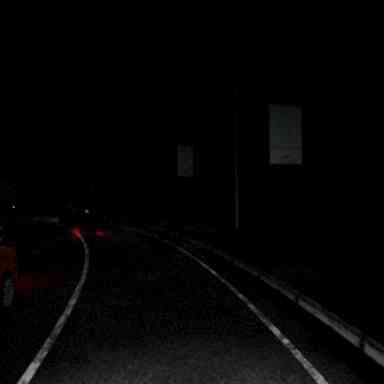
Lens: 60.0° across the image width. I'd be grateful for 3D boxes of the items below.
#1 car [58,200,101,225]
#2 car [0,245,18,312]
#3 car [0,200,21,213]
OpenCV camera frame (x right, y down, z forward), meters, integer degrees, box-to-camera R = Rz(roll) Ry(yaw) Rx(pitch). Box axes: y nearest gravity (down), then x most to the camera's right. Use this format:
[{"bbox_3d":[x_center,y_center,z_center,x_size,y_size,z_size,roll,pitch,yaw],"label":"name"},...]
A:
[{"bbox_3d":[-8.421,1.362,24.644,2.097,1.767,4.553,0,0,-34],"label":"car"},{"bbox_3d":[-4.174,1.492,4.775,1.882,1.535,5.008,0,0,-10],"label":"car"},{"bbox_3d":[-20.438,1.560,36.146,4.181,1.385,1.994,0,-1,34],"label":"car"}]
